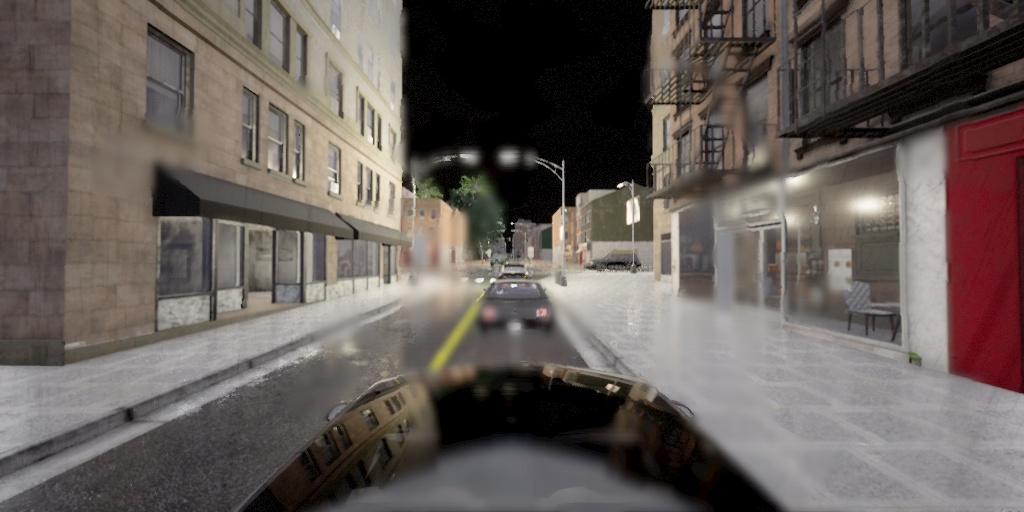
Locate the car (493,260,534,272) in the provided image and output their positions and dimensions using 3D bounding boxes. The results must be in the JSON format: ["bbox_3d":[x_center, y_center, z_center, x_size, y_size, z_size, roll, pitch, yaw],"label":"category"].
[{"bbox_3d":[0.129,1.187,19.630,1.837,1.490,4.892,0,0,1],"label":"car"}]

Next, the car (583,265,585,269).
[{"bbox_3d":[11.455,1.072,43.430,5.357,1.411,2.033,-1,-1,0],"label":"car"}]

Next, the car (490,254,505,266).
[{"bbox_3d":[-2.463,0.695,60.949,2.150,2.045,5.566,0,0,1],"label":"car"}]

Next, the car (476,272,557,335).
[{"bbox_3d":[0.107,1.321,10.376,1.895,1.301,4.718,0,0,0],"label":"car"}]

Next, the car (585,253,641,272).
[{"bbox_3d":[11.524,0.688,40.185,5.566,2.045,2.150,-1,-1,0],"label":"car"}]
